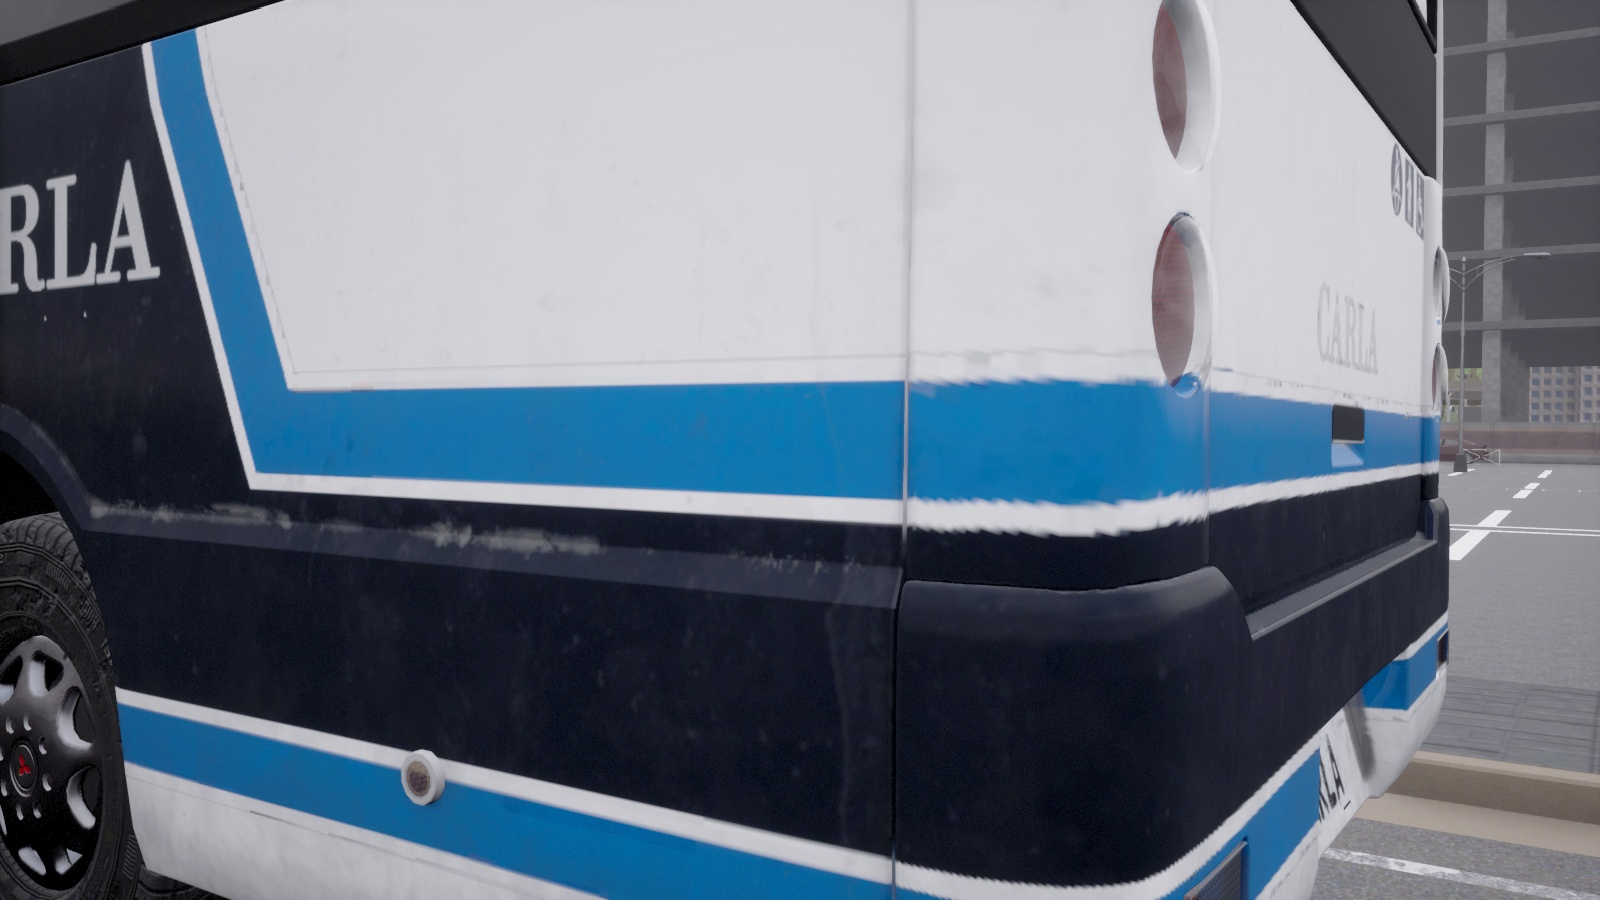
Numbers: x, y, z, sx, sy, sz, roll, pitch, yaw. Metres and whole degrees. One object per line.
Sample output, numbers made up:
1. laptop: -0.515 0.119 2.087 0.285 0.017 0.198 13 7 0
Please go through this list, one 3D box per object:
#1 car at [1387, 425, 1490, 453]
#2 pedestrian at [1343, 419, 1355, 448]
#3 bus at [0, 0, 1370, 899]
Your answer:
1. car: 35.835 -0.633 70.471 5.008 1.535 1.882 0 1 32
2. pedestrian: 34.966 -1.076 79.942 0.706 1.836 0.354 0 1 22
3. bus: -3.296 -0.694 5.768 10.273 4.253 3.944 0 1 33
